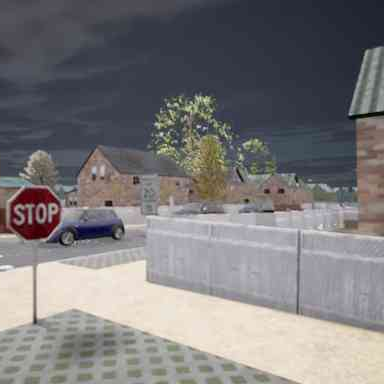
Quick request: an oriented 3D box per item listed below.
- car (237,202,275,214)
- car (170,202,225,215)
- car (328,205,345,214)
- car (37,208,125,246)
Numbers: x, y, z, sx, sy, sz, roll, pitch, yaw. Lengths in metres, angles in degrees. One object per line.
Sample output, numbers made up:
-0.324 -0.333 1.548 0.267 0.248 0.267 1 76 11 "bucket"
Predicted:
6.776 2.015 34.486 2.150 2.045 5.566 -1 -2 35 "car"
0.528 1.770 25.709 2.150 2.045 5.566 -1 -2 35 "car"
22.403 2.748 51.397 1.882 1.535 5.008 -1 -2 35 "car"
-5.680 1.660 17.056 2.097 1.767 4.553 -1 -2 37 "car"
